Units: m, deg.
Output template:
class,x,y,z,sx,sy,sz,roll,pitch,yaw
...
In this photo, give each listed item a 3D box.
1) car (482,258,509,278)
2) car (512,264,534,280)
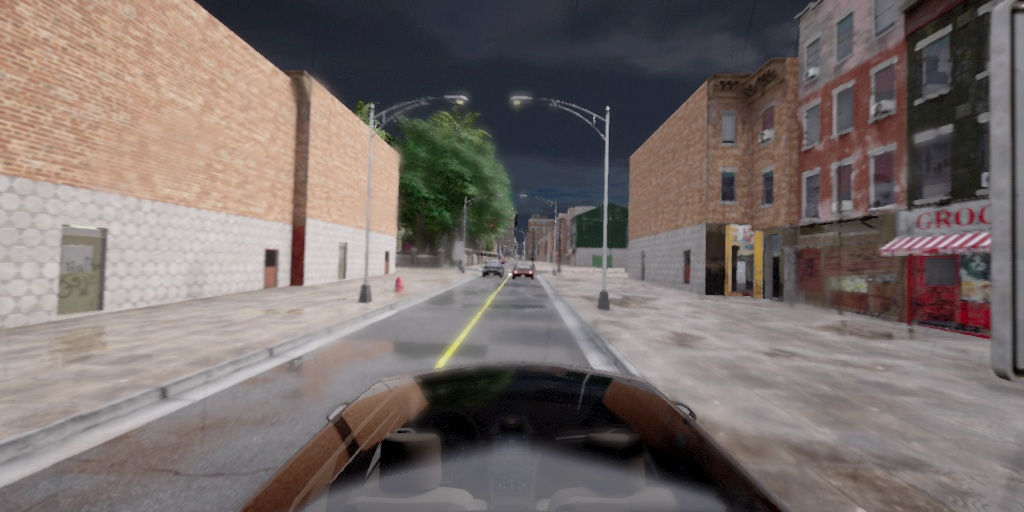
class,x,y,z,sx,sy,sz,roll,pitch,yaw
car,-1.684,1.236,33.998,2.033,1.411,5.357,1,0,2
car,1.007,1.357,31.584,1.895,1.301,4.718,1,0,2
